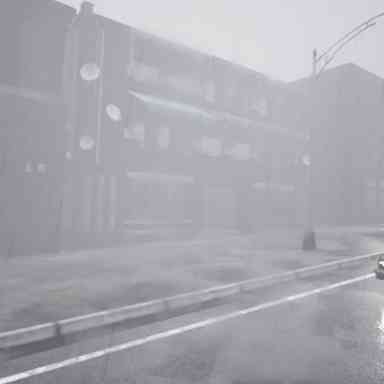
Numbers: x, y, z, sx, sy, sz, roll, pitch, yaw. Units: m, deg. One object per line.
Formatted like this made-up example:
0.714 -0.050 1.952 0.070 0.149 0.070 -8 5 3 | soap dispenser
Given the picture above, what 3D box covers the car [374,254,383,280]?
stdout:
6.879 1.560 8.595 5.357 1.411 2.033 0 0 -36 | car
